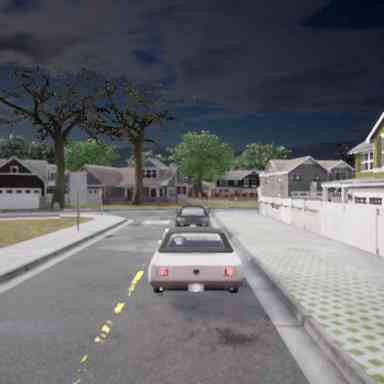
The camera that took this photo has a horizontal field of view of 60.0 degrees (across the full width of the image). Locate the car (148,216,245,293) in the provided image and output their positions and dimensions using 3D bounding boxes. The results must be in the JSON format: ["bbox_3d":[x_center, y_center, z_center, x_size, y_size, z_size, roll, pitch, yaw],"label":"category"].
[{"bbox_3d":[0.078,1.544,8.619,1.895,1.301,4.718,0,0,0],"label":"car"}]

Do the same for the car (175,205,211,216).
[{"bbox_3d":[0.047,1.411,17.770,1.812,1.442,4.674,0,0,0],"label":"car"}]

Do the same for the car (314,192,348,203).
[{"bbox_3d":[18.345,1.043,43.309,5.566,2.045,2.150,0,0,-17],"label":"car"}]
